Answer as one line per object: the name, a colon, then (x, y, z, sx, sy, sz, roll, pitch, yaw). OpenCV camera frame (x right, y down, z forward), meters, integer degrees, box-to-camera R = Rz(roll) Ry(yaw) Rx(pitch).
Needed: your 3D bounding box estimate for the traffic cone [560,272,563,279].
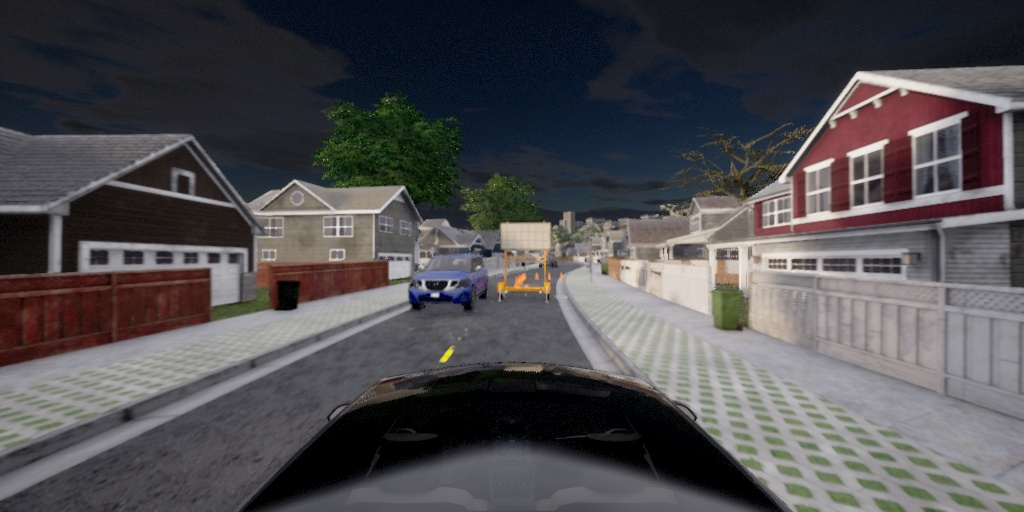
traffic cone: (4.037, 1.611, 29.279, 0.340, 0.580, 0.340, 0, 0, 7)

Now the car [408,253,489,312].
car: (-2.272, 0.914, 14.382, 2.150, 2.045, 5.566, 0, 0, 5)

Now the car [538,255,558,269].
car: (5.548, 0.834, 54.405, 2.150, 2.045, 5.566, 0, 0, 16)

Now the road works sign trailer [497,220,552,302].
road works sign trailer: (0.634, 0.154, 16.600, 2.380, 3.560, 2.880, 0, 0, 7)
